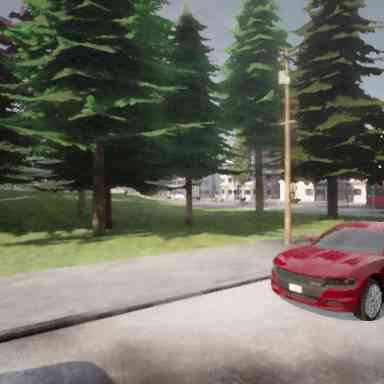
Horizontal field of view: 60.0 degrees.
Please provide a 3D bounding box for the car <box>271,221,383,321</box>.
[{"bbox_3d":[3.871,1.415,7.337,5.008,1.535,1.882,0,0,-35],"label":"car"}]

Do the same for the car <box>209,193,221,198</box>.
[{"bbox_3d":[6.437,0.912,94.893,1.845,1.501,3.633,-1,0,-24],"label":"car"}]

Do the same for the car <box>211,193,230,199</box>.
[{"bbox_3d":[7.783,1.159,92.417,4.974,1.542,2.038,0,0,-6],"label":"car"}]

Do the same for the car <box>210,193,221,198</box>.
[{"bbox_3d":[7.730,1.002,92.411,4.536,1.218,1.853,0,0,-6],"label":"car"}]
